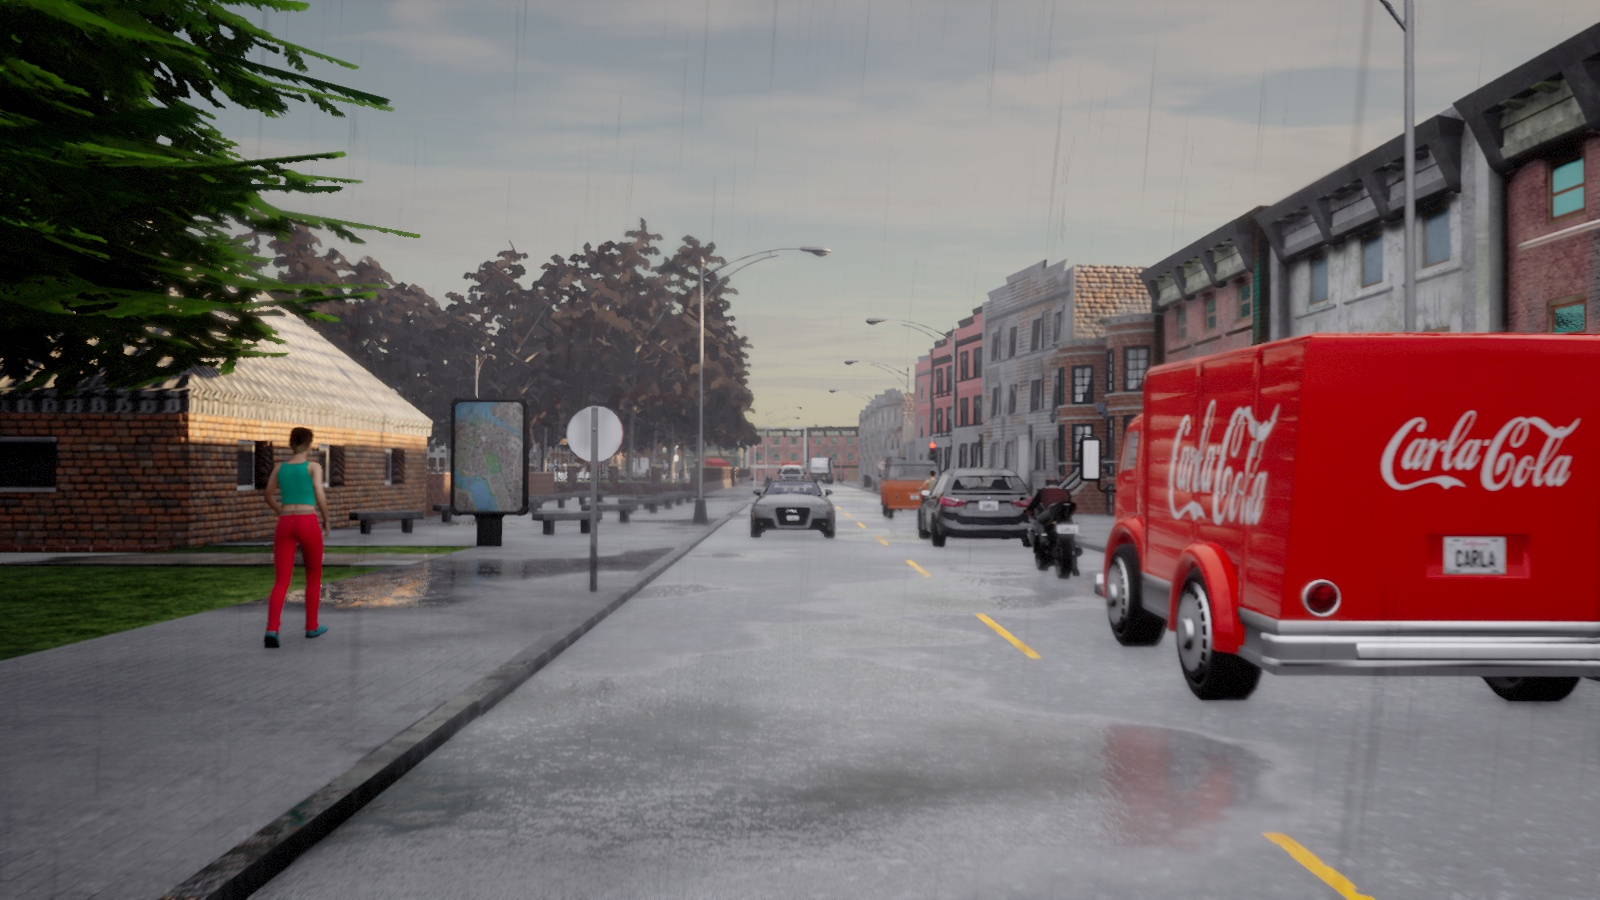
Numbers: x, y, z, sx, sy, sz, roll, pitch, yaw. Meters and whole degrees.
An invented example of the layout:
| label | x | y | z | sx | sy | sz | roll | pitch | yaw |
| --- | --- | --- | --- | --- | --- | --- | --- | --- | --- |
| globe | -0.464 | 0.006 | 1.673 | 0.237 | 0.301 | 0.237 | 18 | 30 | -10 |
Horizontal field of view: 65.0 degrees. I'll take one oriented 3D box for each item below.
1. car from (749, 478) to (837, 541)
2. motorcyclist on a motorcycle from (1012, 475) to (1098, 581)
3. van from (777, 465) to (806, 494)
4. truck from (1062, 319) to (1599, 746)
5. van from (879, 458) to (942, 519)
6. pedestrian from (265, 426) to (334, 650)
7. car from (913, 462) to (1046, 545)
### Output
| label | x | y | z | sx | sy | sz | roll | pitch | yaw |
| --- | --- | --- | --- | --- | --- | --- | --- | --- | --- |
| car | -0.168 | 1.402 | 30.690 | 1.994 | 1.385 | 4.181 | 0 | -1 | 0 |
| motorcyclist on a motorcycle | 3.894 | 1.163 | 19.371 | 0.866 | 1.530 | 2.191 | 0 | -1 | 0 |
| van | -0.608 | 2.088 | 90.929 | 2.069 | 2.038 | 4.480 | 0 | -1 | 0 |
| truck | 3.943 | 0.490 | 9.900 | 2.627 | 2.467 | 5.204 | 0 | 0 | 0 |
| van | 3.757 | 1.289 | 43.326 | 1.775 | 1.987 | 4.442 | 0 | -1 | 0 |
| pedestrian | -4.216 | 0.723 | 10.603 | 0.345 | 1.836 | 0.594 | 0 | -1 | 0 |
| car | 3.846 | 1.116 | 27.740 | 2.242 | 1.667 | 4.611 | 0 | -1 | 0 |
